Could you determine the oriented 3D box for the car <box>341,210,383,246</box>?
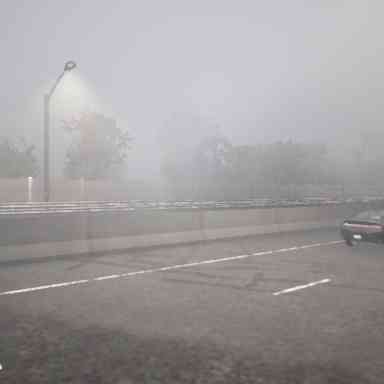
[{"bbox_3d":[8.269,1.498,14.067,4.902,1.511,2.128,0,0,-36],"label":"car"}]
